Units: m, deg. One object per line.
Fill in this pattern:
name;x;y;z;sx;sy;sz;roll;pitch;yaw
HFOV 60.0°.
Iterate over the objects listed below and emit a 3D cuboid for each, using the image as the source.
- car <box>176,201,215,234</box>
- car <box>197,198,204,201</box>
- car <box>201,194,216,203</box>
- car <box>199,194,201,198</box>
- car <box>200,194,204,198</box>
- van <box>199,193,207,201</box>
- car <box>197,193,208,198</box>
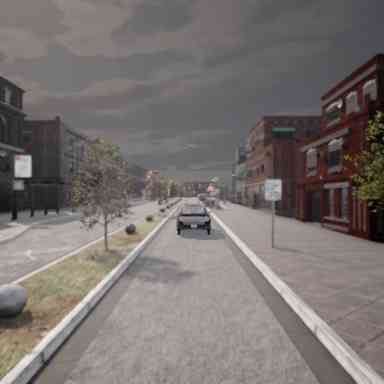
car;0.099;1.516;19.279;2.128;1.511;4.902;0;0;0
car;0.093;1.659;37.737;1.895;1.301;4.718;0;0;0
car;2.997;1.551;51.178;2.231;1.521;4.892;0;0;0
car;2.997;1.580;62.383;2.163;1.488;4.792;0;0;0
car;2.997;1.553;56.825;2.231;1.521;4.892;0;0;0
van;2.997;1.327;89.954;1.878;1.987;4.442;0;0;0
car;2.997;1.292;78.823;2.435;2.045;5.566;0;0;0
